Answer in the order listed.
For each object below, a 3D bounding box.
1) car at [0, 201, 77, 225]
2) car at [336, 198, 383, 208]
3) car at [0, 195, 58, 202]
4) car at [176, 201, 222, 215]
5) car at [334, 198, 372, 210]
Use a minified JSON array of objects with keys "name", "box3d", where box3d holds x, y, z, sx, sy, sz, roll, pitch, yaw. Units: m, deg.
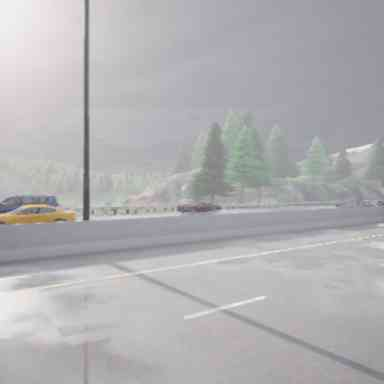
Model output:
[{"name":"car","box3d":[-9.197,1.479,18.924,5.008,1.535,1.882,0,0,-35]},{"name":"car","box3d":[16.389,1.496,32.843,4.902,1.511,2.128,0,0,-35]},{"name":"car","box3d":[-11.417,1.225,21.641,5.566,2.045,2.150,0,0,-35]},{"name":"car","box3d":[0.740,1.603,34.599,4.718,1.301,1.895,0,0,-35]},{"name":"car","box3d":[21.807,1.551,44.921,5.357,1.411,2.033,0,0,-32]}]
